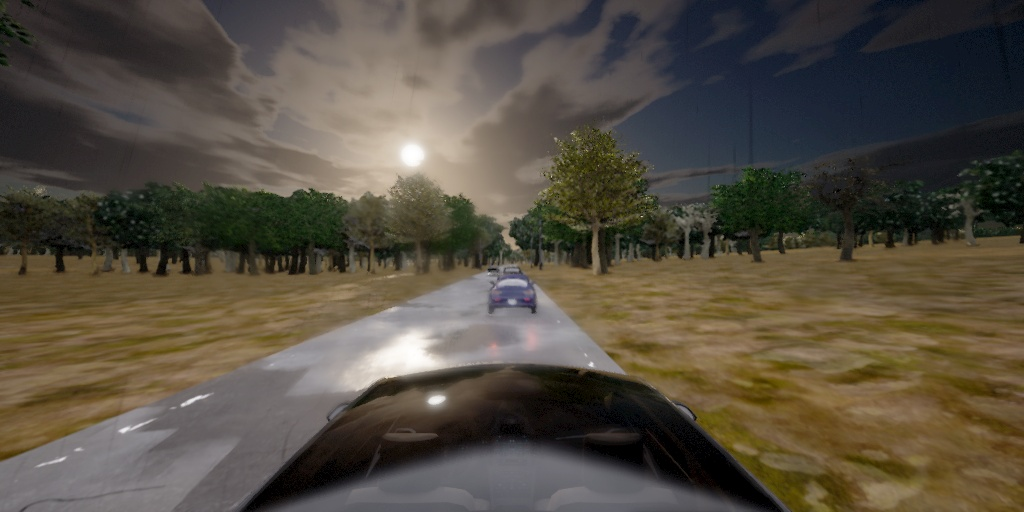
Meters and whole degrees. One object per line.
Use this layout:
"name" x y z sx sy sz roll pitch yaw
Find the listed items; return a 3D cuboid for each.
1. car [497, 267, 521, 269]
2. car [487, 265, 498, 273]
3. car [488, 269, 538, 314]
"car" 0.035 1.632 29.094 1.837 1.490 4.892 0 0 1
"car" -3.067 2.157 58.984 1.895 1.301 4.718 0 -1 1
"car" 0.048 1.449 14.737 1.812 1.442 4.674 0 -1 1
